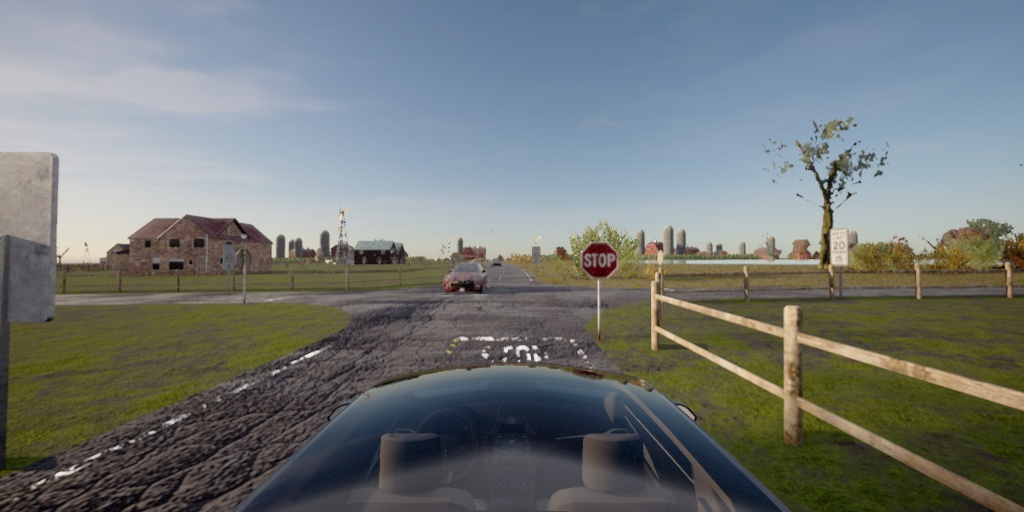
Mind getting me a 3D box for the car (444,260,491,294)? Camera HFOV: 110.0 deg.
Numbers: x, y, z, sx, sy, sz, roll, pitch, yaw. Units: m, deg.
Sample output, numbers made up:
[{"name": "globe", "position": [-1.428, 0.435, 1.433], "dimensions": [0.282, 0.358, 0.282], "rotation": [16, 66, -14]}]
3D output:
[{"name": "car", "position": [-2.590, 1.187, 20.931], "dimensions": [2.097, 1.767, 4.553], "rotation": [0, 0, 1]}]
